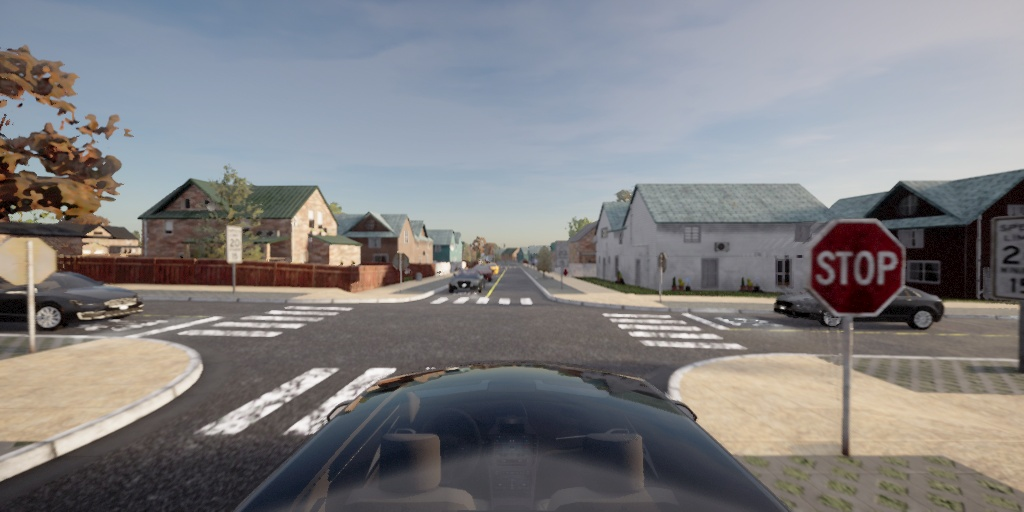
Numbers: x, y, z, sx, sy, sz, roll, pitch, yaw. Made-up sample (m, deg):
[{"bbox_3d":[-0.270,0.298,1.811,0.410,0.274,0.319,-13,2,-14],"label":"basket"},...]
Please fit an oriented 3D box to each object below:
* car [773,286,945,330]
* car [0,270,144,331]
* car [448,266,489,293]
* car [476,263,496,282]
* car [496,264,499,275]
[{"bbox_3d":[11.872,1.612,12.466,4.892,1.490,1.837,1,1,1],"label":"car"},{"bbox_3d":[-13.291,1.138,10.018,4.892,1.490,1.837,1,1,-1],"label":"car"},{"bbox_3d":[-2.799,1.549,22.947,1.994,1.385,4.181,0,-1,0],"label":"car"},{"bbox_3d":[-2.785,1.573,33.142,1.882,1.535,5.008,0,-1,0],"label":"car"},{"bbox_3d":[-2.739,1.722,47.440,1.882,1.535,5.008,0,-1,0],"label":"car"}]
